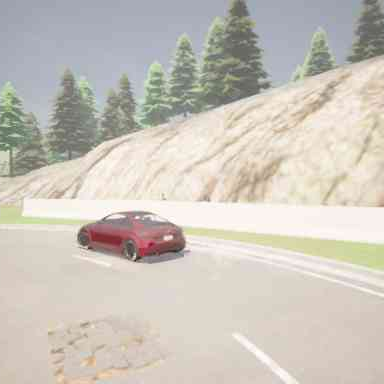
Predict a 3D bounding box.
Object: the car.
[{"bbox_3d":[-2.148,1.315,11.265,4.181,1.385,1.994,1,2,44],"label":"car"}]
